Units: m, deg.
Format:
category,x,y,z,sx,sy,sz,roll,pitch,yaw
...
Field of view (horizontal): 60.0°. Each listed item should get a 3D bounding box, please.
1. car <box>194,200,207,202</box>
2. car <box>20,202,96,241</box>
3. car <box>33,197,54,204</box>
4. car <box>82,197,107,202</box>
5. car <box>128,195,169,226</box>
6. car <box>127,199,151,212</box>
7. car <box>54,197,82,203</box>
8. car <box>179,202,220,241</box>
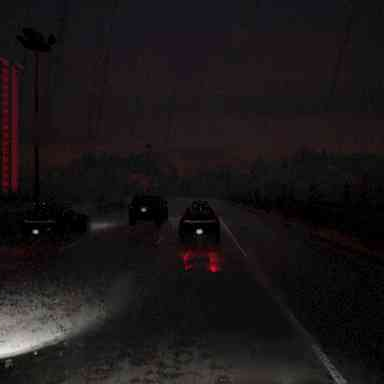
category,x,y,z,sx,sy,sz,roll,pitch,yaw
car,0.985,1.572,38.580,1.895,1.301,4.718,0,0,2
car,-6.616,1.478,16.647,2.128,1.511,4.902,0,0,1
car,-20.002,1.469,45.749,1.837,1.490,4.892,0,0,2
car,-13.007,1.470,45.609,1.837,1.490,4.892,0,0,2
car,-2.936,1.204,23.454,2.150,2.045,5.566,0,0,2
car,-6.020,1.571,38.531,1.895,1.301,4.718,0,0,2
car,-16.512,1.441,45.434,1.882,1.535,5.008,0,0,2
car,0.387,1.479,16.690,2.128,1.511,4.902,0,0,1
